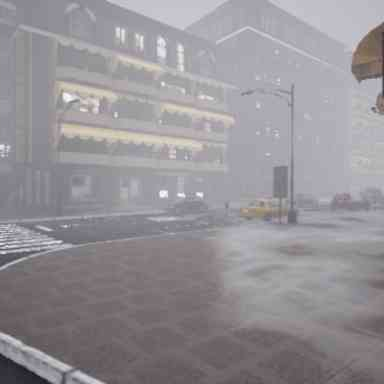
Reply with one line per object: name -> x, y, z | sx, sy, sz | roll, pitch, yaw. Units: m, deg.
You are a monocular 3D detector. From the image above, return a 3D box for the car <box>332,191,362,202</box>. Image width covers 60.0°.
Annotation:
car -> 20.985, 0.551, 45.008 | 4.507, 1.381, 1.887 | -1, 2, -39

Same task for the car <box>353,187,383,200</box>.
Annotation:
car -> 23.134, 0.140, 43.304 | 5.008, 1.535, 1.882 | -1, 1, -39

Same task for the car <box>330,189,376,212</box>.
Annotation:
car -> 13.418, 0.772, 28.052 | 4.097, 1.590, 1.967 | -1, 2, -39

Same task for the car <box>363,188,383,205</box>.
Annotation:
car -> 21.452, 0.455, 38.008 | 4.553, 1.767, 2.097 | -1, 1, -40

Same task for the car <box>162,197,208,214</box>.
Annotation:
car -> -0.507, 1.066, 27.535 | 4.206, 1.307, 1.802 | -1, 2, -39

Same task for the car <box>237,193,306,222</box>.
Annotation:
car -> 4.953, 1.044, 21.173 | 4.829, 1.417, 1.752 | -1, 2, -39

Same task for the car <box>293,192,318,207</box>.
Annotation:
car -> 10.651, 0.777, 33.276 | 4.902, 1.511, 2.128 | -1, 1, -39
